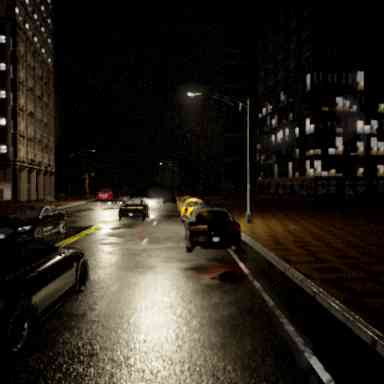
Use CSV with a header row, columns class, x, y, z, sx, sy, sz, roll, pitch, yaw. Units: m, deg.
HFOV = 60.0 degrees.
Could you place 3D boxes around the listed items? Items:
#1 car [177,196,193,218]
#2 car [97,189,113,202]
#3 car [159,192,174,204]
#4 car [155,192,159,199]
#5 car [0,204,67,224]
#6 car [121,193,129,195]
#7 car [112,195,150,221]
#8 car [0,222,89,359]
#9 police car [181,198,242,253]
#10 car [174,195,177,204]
class,x,y,z,sx,sy,sz,roll,pitch,yaw
car,0.107,1.169,23.388,1.801,1.575,5.366,0,1,-4
car,-14.435,0.568,55.491,2.150,2.045,5.566,0,1,-9
car,-3.178,0.983,46.948,2.033,1.411,5.357,0,1,-8
car,-6.651,0.679,68.369,1.812,1.442,4.674,0,1,-11
car,-7.018,1.318,14.535,2.128,1.511,4.902,0,1,-3
car,-11.189,0.868,55.688,1.812,1.442,4.674,0,1,-9
car,-4.106,1.203,23.865,2.128,1.511,4.902,0,1,-4
car,-3.274,1.493,5.825,1.994,1.385,4.181,0,1,-1
police car,0.669,1.262,13.164,1.930,1.638,5.238,0,1,-2
car,-0.360,1.096,29.464,1.801,1.575,5.366,0,1,-5
